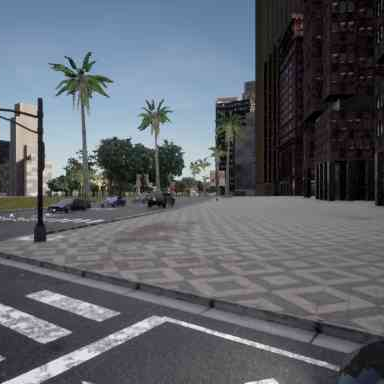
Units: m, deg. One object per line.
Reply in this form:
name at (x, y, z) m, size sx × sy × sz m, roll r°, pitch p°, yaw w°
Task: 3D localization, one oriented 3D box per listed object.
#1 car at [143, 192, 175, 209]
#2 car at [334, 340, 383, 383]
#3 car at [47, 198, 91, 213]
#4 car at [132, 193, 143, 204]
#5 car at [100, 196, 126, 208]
car at (-3.801, 0.962, 41.599) m, size 2.150 × 2.045 × 5.566 m, roll 0°, pitch 1°, yaw 13°
car at (3.181, 1.505, 1.441) m, size 4.892 × 1.490 × 1.837 m, roll 0°, pitch 0°, yaw 34°
car at (-12.444, 1.362, 34.196) m, size 2.033 × 1.411 × 5.357 m, roll 0°, pitch 0°, yaw 14°
car at (-8.087, 0.994, 53.670) m, size 2.097 × 1.767 × 4.553 m, roll 0°, pitch 1°, yaw 11°
car at (-10.218, 1.259, 43.589) m, size 1.812 × 1.442 × 4.674 m, roll 0°, pitch 1°, yaw 13°
